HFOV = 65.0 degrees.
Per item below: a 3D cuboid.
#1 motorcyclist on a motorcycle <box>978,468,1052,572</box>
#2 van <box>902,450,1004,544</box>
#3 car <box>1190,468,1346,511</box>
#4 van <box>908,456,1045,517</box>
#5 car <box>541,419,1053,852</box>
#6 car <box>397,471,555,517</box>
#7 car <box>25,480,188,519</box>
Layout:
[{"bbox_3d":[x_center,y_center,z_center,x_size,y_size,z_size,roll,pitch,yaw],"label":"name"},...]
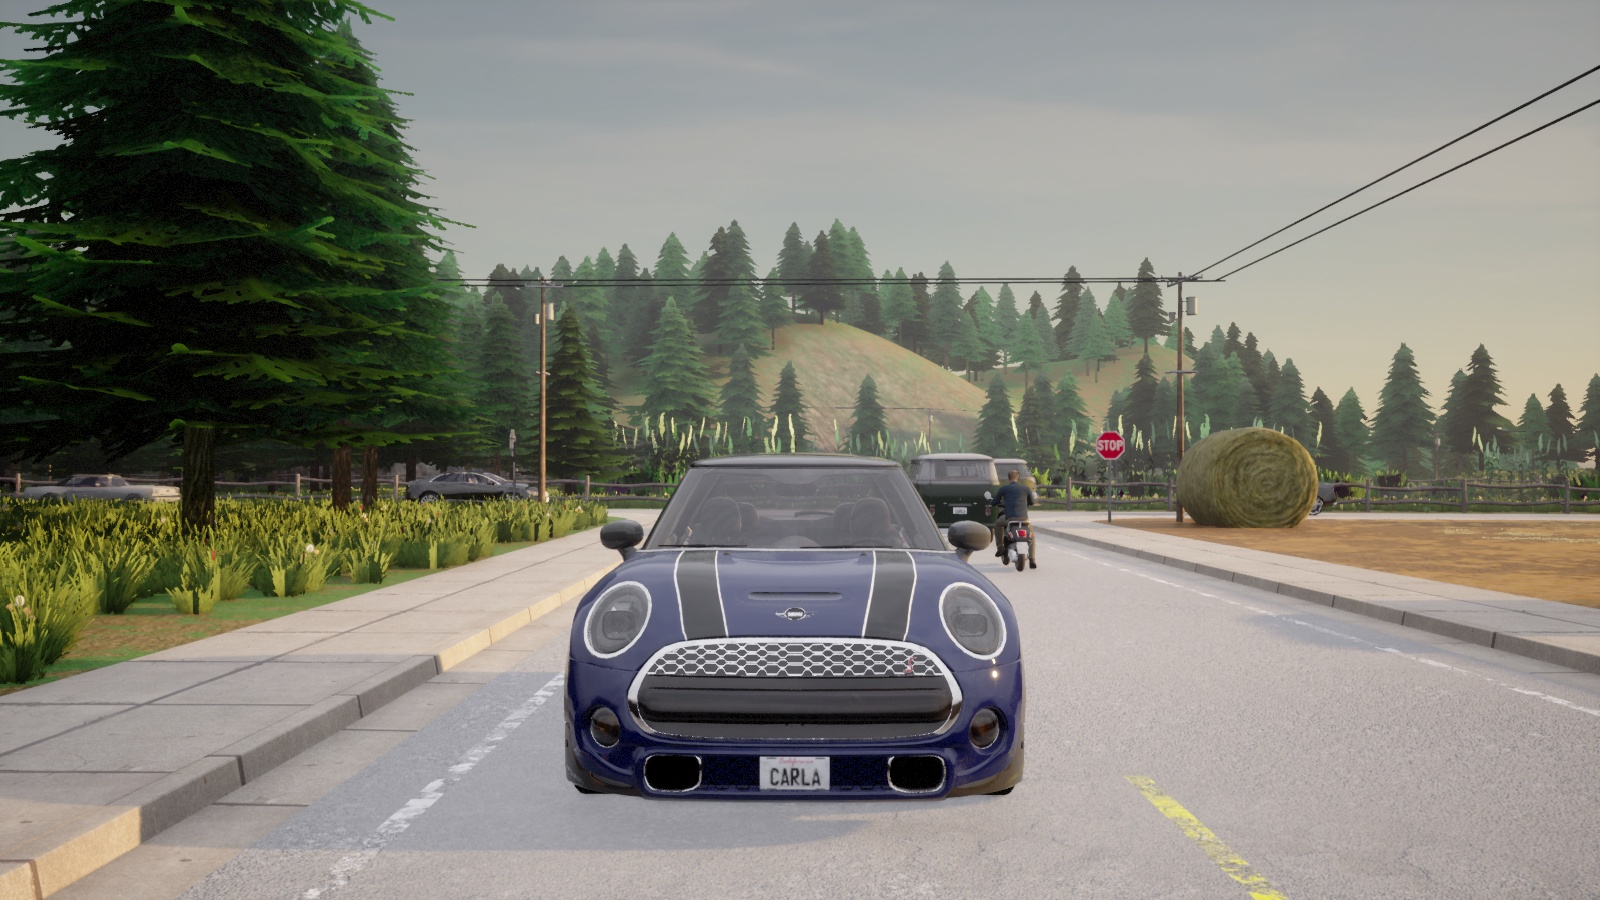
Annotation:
[{"bbox_3d":[3.447,1.093,20.245,0.866,1.590,1.817,0,-1,0],"label":"motorcyclist on a motorcycle"},{"bbox_3d":[3.424,1.038,28.899,1.775,1.987,4.442,0,-1,0],"label":"van"},{"bbox_3d":[17.010,1.436,45.842,4.902,1.511,2.128,0,-1,3],"label":"car"},{"bbox_3d":[5.969,1.237,42.848,4.442,1.987,1.775,-1,-1,3],"label":"van"},{"bbox_3d":[-0.021,0.798,7.441,2.097,1.767,4.553,0,-1,0],"label":"car"},{"bbox_3d":[-11.184,1.512,43.634,4.902,1.511,2.128,0,-1,3],"label":"car"},{"bbox_3d":[-24.311,1.719,44.125,4.718,1.301,1.895,0,-1,1],"label":"car"}]
